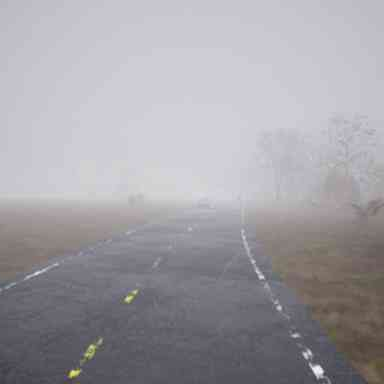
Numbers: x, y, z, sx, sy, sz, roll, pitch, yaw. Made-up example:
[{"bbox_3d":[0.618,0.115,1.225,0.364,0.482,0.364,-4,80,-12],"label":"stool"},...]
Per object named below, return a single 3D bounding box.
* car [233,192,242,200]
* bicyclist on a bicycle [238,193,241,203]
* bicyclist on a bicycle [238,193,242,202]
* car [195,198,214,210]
[{"bbox_3d":[11.506,1.214,84.505,1.994,1.385,4.181,0,0,9],"label":"car"},{"bbox_3d":[8.181,1.255,57.626,0.582,1.620,1.656,0,0,9],"label":"bicyclist on a bicycle"},{"bbox_3d":[9.574,1.142,66.581,0.659,1.776,1.843,0,1,9],"label":"bicyclist on a bicycle"},{"bbox_3d":[1.648,1.392,41.095,2.033,1.411,5.357,0,0,9],"label":"car"}]
